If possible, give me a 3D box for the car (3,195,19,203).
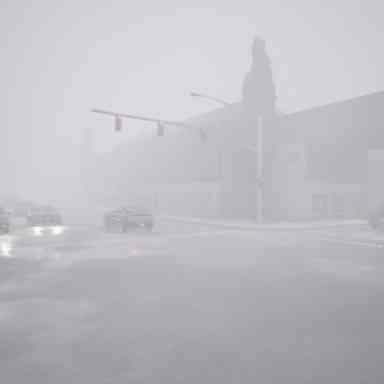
[{"bbox_3d":[-26.190,1.403,48.356,2.150,2.045,5.566,1,-1,-32],"label":"car"}]

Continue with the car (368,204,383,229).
[{"bbox_3d":[14.584,1.519,23.103,5.566,2.045,2.150,1,-1,-34],"label":"car"}]

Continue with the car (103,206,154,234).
[{"bbox_3d":[-4.018,1.623,20.536,2.128,1.511,4.902,1,-1,-31],"label":"car"}]

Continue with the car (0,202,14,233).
[{"bbox_3d":[-12.050,1.568,19.823,1.837,1.490,4.892,1,0,-33],"label":"car"}]

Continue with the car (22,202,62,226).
[{"bbox_3d":[-10.959,1.673,24.541,1.994,1.385,4.181,1,-1,-33],"label":"car"}]

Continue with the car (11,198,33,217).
[{"bbox_3d":[-16.489,1.640,33.107,1.837,1.490,4.892,1,-1,-33],"label":"car"}]
